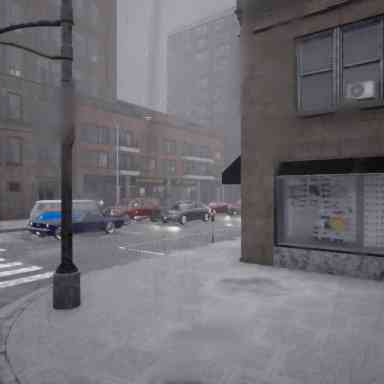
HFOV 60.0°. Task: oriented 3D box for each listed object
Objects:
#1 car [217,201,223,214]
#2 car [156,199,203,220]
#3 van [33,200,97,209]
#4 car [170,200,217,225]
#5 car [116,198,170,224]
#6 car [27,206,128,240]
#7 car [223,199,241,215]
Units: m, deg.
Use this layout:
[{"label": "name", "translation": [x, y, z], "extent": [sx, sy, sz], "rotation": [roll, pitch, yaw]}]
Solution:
[{"label": "car", "translation": [2.307, 1.575, 33.343], "extent": [1.887, 1.381, 4.507], "rotation": [0, 0, 36]}, {"label": "car", "translation": [-0.971, 1.466, 28.807], "extent": [1.967, 1.590, 4.097], "rotation": [0, 0, 36]}, {"label": "van", "translation": [-7.526, 1.358, 19.736], "extent": [1.690, 1.788, 3.998], "rotation": [0, 0, 36]}, {"label": "car", "translation": [-0.418, 1.528, 24.862], "extent": [1.837, 1.490, 4.892], "rotation": [0, 0, 36]}, {"label": "car", "translation": [-4.248, 1.336, 24.272], "extent": [2.192, 1.841, 5.009], "rotation": [0, 0, 36]}, {"label": "car", "translation": [-5.889, 1.617, 17.332], "extent": [1.895, 1.301, 4.718], "rotation": [0, 0, 37]}, {"label": "car", "translation": [5.354, 1.383, 32.836], "extent": [2.097, 1.767, 4.553], "rotation": [0, 0, 36]}]
